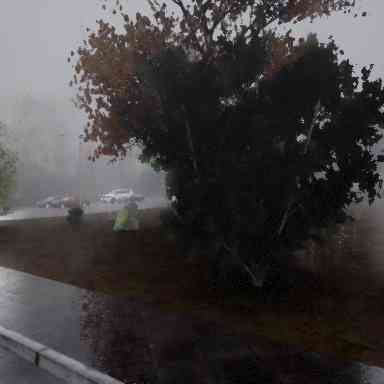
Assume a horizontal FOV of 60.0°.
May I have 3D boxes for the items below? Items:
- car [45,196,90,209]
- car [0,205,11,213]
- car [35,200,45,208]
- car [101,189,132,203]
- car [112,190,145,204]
[{"bbox_3d":[-15.498,1.306,42.403,1.882,1.535,5.008,0,2,39],"label":"car"},{"bbox_3d":[-21.710,1.646,34.668,1.895,1.301,4.718,0,1,39],"label":"car"},{"bbox_3d":[-18.355,1.350,44.435,1.837,1.490,4.892,0,2,39],"label":"car"},{"bbox_3d":[-11.723,0.658,52.674,2.150,2.045,5.566,0,3,39],"label":"car"},{"bbox_3d":[-9.172,0.964,50.270,1.812,1.442,4.674,0,3,39],"label":"car"}]
